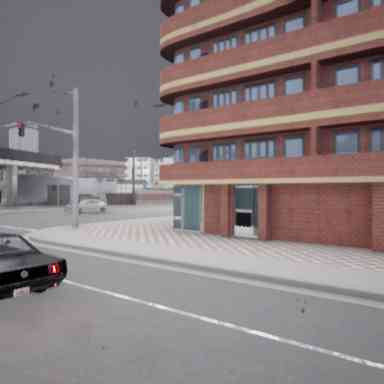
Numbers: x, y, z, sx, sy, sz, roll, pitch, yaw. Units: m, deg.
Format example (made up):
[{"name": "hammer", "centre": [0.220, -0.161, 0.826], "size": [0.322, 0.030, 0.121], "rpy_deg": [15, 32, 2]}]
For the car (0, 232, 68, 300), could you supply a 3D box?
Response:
[{"name": "car", "centre": [-4.981, 1.573, 7.529], "size": [4.718, 1.301, 1.895], "rpy_deg": [0, 0, 36]}]

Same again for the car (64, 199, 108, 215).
[{"name": "car", "centre": [-10.534, 1.451, 33.355], "size": [1.812, 1.442, 4.674], "rpy_deg": [0, 0, 35]}]
